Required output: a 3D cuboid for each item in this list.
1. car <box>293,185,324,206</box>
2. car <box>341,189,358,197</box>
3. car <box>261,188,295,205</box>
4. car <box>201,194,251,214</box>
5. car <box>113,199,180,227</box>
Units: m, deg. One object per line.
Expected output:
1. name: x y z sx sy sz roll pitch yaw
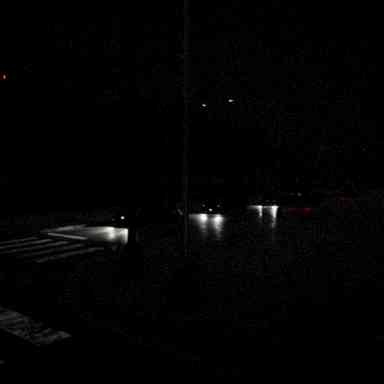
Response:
1. car: 11.994 0.268 34.453 2.150 2.045 5.566 0 2 35
2. car: 25.326 0.128 53.280 1.895 1.301 4.718 0 1 35
3. car: 8.904 0.562 35.185 1.837 1.490 4.892 0 2 35
4. car: 2.900 0.864 26.719 2.033 1.411 5.357 0 2 35
5. car: -2.508 1.123 19.085 1.994 1.385 4.181 0 2 35
